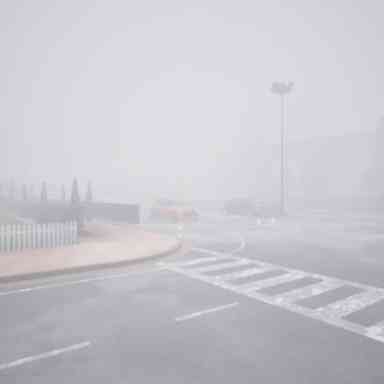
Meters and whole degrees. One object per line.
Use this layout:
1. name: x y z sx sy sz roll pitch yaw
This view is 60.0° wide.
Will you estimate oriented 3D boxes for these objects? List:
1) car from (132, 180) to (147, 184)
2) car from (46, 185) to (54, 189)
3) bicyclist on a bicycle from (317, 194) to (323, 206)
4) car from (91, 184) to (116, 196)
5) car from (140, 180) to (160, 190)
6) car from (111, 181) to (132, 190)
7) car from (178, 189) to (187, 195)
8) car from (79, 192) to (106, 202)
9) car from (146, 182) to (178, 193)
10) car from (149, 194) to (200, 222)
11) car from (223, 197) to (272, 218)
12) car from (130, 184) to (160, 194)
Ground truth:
1. car: -11.714 -1.611 68.545 2.097 1.767 4.553 0 7 -37
2. car: -22.204 -0.760 53.386 1.895 1.301 4.718 0 7 -37
3. bicyclist on a bicycle: 18.358 1.171 47.623 1.656 1.620 0.582 -1 1 -37
4. car: -15.287 -0.271 55.802 2.033 1.411 5.357 0 7 -36
5. car: -8.948 -1.456 70.691 2.128 1.511 4.902 0 7 -37
6. car: -14.542 -1.376 66.484 1.882 1.535 5.008 0 7 -37
7. car: -2.945 -0.034 62.723 1.895 1.301 4.718 0 7 -37
8. car: -12.452 1.102 40.285 1.895 1.301 4.718 0 4 -37
9. car: -5.468 -0.356 60.254 2.150 2.045 5.566 0 7 -37
10. car: -1.418 1.310 25.750 2.097 1.767 4.553 0 0 -37
11. car: 4.799 1.288 29.142 2.097 1.767 4.553 0 0 -37
12. car: -8.269 -0.018 58.156 2.033 1.411 5.357 0 7 -37
